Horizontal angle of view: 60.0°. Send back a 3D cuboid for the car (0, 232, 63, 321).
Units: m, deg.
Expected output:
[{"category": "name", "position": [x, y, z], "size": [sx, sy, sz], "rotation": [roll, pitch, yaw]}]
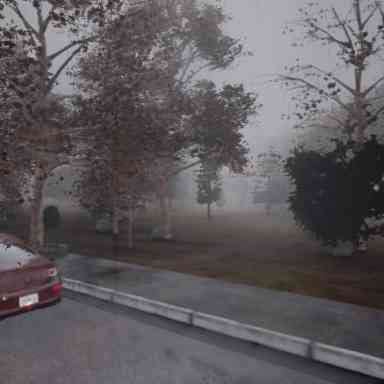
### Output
[{"category": "car", "position": [-4.422, 1.513, 6.534], "size": [4.674, 1.442, 1.812], "rotation": [0, 0, 35]}]
